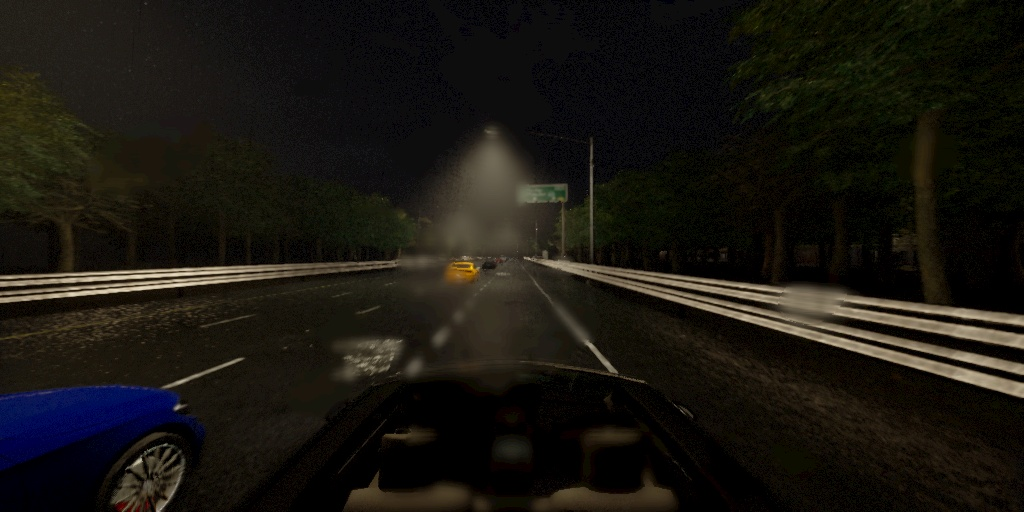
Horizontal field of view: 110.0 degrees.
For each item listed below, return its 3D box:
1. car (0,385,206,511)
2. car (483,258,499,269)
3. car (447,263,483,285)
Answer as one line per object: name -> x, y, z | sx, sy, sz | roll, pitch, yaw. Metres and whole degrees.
car -> -3.499, 1.275, 1.041 | 1.812, 1.442, 4.674 | 0, 0, 0
car -> -3.368, 1.282, 54.187 | 1.994, 1.385, 4.181 | 0, 0, 0
car -> -3.462, 1.222, 26.214 | 1.882, 1.535, 5.008 | 0, 0, 0
